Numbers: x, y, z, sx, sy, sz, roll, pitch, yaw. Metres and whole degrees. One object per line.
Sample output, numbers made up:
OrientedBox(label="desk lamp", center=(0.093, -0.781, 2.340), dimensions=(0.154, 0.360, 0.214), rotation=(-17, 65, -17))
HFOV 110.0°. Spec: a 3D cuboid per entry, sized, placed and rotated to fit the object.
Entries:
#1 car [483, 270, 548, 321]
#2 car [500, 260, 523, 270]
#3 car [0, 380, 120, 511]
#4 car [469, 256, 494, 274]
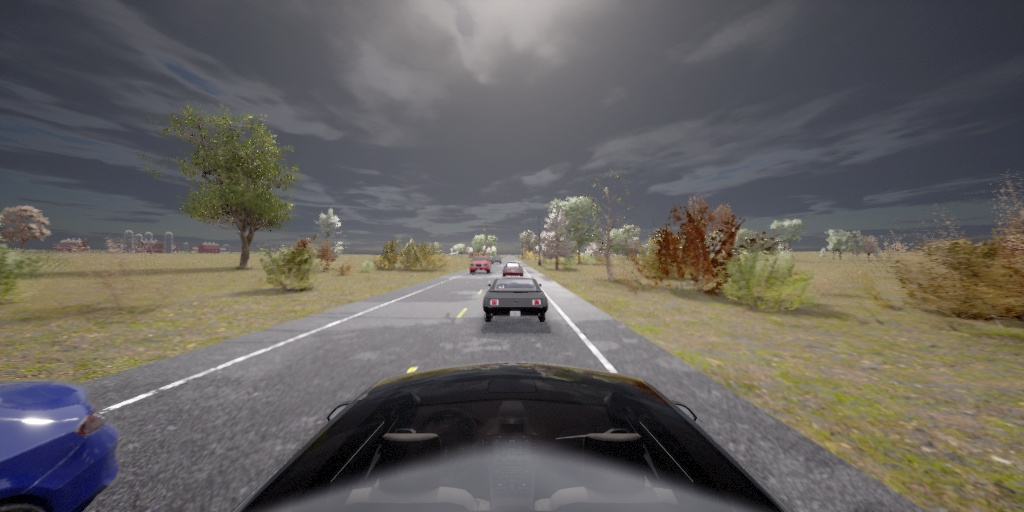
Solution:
OrientedBox(label="car", center=(0.100, 1.351, 12.422), dimensions=(1.895, 1.301, 4.718), rotation=(0, 0, 0))
OrientedBox(label="car", center=(0.098, 1.311, 34.924), dimensions=(1.994, 1.385, 4.181), rotation=(0, 0, 0))
OrientedBox(label="car", center=(-3.601, 1.276, 0.513), dimensions=(1.812, 1.442, 4.674), rotation=(0, 0, 0))
OrientedBox(label="car", center=(-3.591, 0.966, 41.446), dimensions=(2.150, 2.045, 5.566), rotation=(0, 0, 0))
